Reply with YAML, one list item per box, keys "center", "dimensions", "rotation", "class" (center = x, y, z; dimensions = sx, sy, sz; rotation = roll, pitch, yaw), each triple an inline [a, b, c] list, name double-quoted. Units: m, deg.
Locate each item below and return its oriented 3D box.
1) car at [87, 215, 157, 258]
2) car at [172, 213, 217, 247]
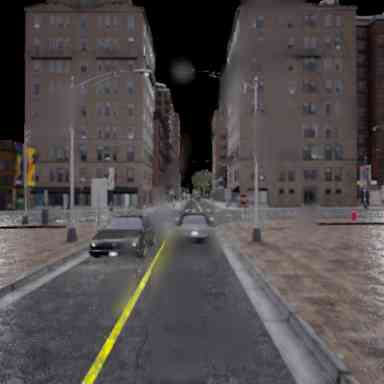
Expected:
- center: [-2.548, 1.665, 13.503]
  dimensions: [2.033, 1.411, 5.357]
  rotation: [0, -1, 1]
  class: "car"
- center: [0.110, 1.702, 15.847]
  dimensions: [1.994, 1.385, 4.181]
  rotation: [0, 0, 0]
  class: "car"
